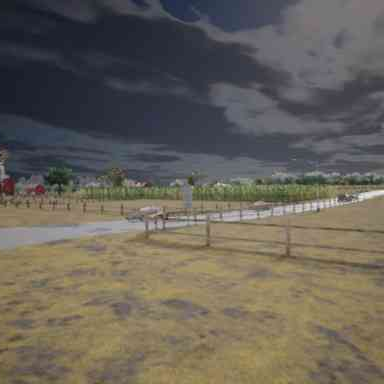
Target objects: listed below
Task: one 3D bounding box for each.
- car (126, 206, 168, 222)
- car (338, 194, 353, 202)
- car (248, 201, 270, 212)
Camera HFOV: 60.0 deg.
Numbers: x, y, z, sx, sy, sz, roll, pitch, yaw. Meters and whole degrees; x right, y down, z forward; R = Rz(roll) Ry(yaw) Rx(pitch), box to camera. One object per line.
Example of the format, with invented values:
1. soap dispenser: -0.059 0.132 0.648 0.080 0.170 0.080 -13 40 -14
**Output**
1. car: -4.184 2.076 31.807 1.812 1.442 4.674 -2 -2 36
2. car: 38.991 1.426 85.227 2.150 2.045 5.566 -2 0 36
3. car: 10.457 2.222 51.876 1.882 1.535 5.008 -2 -1 36
